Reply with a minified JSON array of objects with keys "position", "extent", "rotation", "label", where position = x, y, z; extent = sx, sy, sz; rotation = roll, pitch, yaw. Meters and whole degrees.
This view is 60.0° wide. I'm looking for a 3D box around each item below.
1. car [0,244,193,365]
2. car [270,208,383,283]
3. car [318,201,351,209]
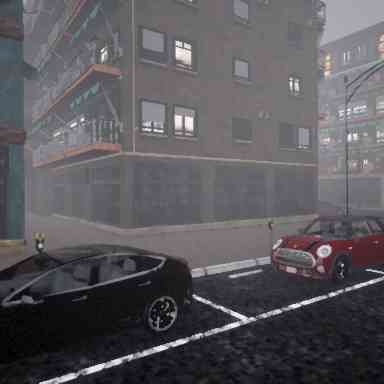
[{"position":[-1.967,1.564,5.163],"extent":[4.313,1.339,1.947],"rotation":[0,0,-35],"label":"car"},{"position":[4.123,1.439,9.560],"extent":[4.097,1.590,1.967],"rotation":[0,0,-35],"label":"car"},{"position":[12.599,1.480,30.341],"extent":[1.802,1.307,4.206],"rotation":[0,0,-35],"label":"car"}]
